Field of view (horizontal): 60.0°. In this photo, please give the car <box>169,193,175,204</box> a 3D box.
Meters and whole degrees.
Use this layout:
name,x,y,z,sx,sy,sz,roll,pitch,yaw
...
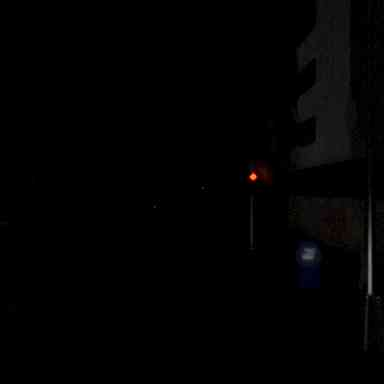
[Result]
name,x,y,z,sx,sy,sz,roll,pitch,yaw
car,-4.221,1.345,62.242,1.882,1.535,5.008,0,0,0

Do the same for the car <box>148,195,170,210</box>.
name,x,y,z,sx,sy,sz,roll,pitch,yaw
car,-4.219,1.460,40.986,2.033,1.411,5.357,0,0,0
